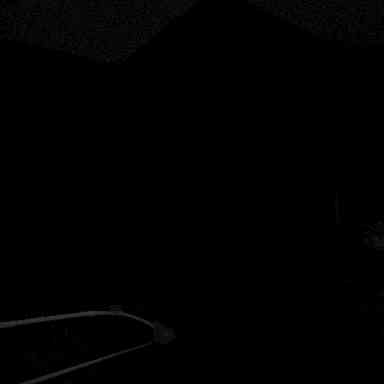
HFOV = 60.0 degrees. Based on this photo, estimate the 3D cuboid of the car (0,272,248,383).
[{"bbox_3d":[-1.780,1.492,2.405,4.902,1.511,2.128,0,0,-35],"label":"car"}]
